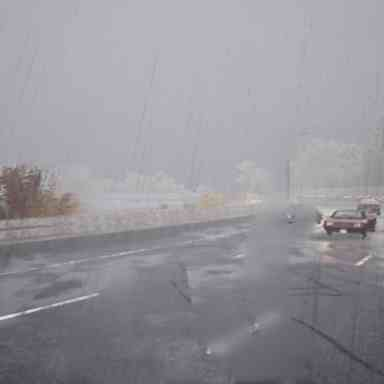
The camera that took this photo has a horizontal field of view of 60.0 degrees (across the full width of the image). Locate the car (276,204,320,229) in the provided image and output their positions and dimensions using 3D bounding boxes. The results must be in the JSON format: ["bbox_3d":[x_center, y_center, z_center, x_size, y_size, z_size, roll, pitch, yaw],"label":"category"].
[{"bbox_3d":[7.143,1.514,21.769,2.033,1.411,5.357,0,0,34],"label":"car"}]

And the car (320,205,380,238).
[{"bbox_3d":[8.495,1.571,17.603,1.895,1.301,4.718,0,0,36],"label":"car"}]

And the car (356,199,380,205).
[{"bbox_3d":[17.128,1.421,32.316,1.882,1.535,5.008,0,0,27],"label":"car"}]
